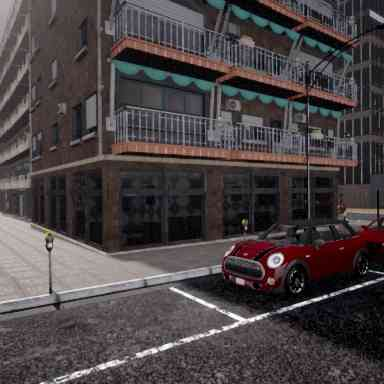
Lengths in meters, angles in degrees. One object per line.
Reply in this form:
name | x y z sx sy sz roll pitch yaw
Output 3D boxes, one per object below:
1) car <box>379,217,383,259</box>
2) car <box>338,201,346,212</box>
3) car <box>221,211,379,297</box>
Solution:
car | 7.179 1.544 11.676 4.507 1.381 1.887 0 -1 -35
car | 16.461 1.749 40.558 1.967 1.590 4.097 -2 0 -36
car | 2.678 1.440 8.474 4.097 1.590 1.967 0 -1 -35
